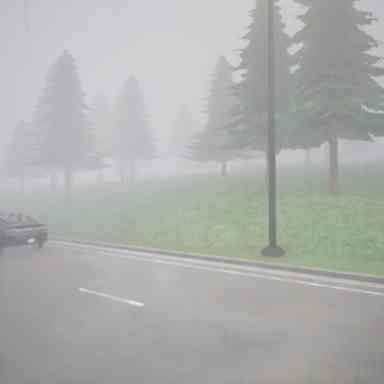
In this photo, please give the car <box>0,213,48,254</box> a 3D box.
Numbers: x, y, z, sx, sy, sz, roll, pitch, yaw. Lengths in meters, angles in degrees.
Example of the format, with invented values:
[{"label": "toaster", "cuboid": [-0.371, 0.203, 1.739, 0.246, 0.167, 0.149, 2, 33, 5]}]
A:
[{"label": "car", "cuboid": [-7.979, 1.627, 13.869, 4.902, 1.511, 2.128, -1, 0, 36]}]
